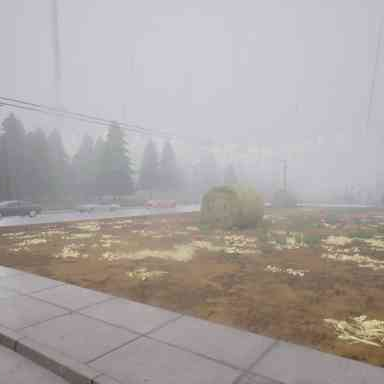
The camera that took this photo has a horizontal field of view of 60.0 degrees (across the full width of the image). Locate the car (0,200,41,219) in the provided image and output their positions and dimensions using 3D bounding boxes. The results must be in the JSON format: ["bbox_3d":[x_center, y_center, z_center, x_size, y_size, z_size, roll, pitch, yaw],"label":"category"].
[{"bbox_3d":[-15.790,1.531,29.147,1.837,1.490,4.892,0,0,37],"label":"car"}]

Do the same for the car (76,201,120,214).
[{"bbox_3d":[-10.307,1.628,36.536,1.895,1.301,4.718,0,0,37],"label":"car"}]

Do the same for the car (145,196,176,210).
[{"bbox_3d":[-4.213,1.379,44.728,2.097,1.767,4.553,0,0,37],"label":"car"}]
